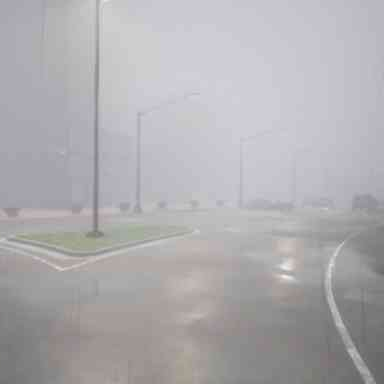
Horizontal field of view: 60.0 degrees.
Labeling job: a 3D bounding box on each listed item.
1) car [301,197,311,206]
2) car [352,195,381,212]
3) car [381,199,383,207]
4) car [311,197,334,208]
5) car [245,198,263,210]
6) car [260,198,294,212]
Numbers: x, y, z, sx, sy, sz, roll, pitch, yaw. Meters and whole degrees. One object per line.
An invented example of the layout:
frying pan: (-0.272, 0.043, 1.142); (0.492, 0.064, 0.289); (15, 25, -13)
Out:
car: (20.582, 1.653, 57.589); (1.837, 1.490, 4.892); (1, 0, 40)
car: (22.326, 1.396, 42.951); (2.150, 2.045, 5.566); (1, 0, 39)
car: (31.050, 1.791, 53.764); (2.033, 1.411, 5.357); (1, 0, 39)
car: (20.923, 1.657, 52.535); (1.837, 1.490, 4.892); (1, 1, 40)
car: (8.653, 1.542, 43.104); (2.128, 1.511, 4.902); (1, 0, 39)
car: (10.454, 1.670, 39.787); (1.895, 1.301, 4.718); (1, 0, 39)
